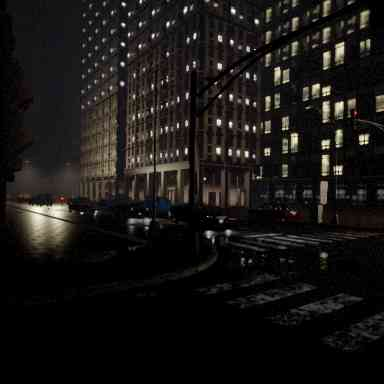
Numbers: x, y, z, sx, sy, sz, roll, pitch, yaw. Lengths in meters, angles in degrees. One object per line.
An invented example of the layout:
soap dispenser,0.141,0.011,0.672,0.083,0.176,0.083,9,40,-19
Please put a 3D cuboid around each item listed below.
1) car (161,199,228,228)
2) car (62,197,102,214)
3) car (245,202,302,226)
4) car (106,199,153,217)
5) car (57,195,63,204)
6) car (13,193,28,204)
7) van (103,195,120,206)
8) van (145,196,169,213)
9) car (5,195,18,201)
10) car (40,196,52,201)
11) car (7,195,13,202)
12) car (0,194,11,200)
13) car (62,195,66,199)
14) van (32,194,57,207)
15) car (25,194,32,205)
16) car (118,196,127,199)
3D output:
car,0.302,1.441,21.547,2.128,1.511,4.902,1,-1,-35
car,-10.927,1.427,32.876,2.008,1.369,4.403,1,-1,-35
car,5.721,1.505,23.917,1.967,1.590,4.097,1,-1,-35
car,-5.664,1.535,29.939,1.895,1.301,4.718,1,-1,-35
car,-24.925,1.307,62.575,2.097,1.767,4.553,1,-1,-35
car,-30.555,1.155,60.505,2.192,1.841,5.009,1,-1,-35
van,-10.637,1.368,46.941,1.690,1.788,3.998,1,-1,-35
van,-4.093,1.382,37.732,1.690,1.788,3.998,1,-1,-35
car,-40.374,1.377,74.316,2.008,1.369,4.403,1,-1,-35
car,-36.817,1.570,83.773,1.802,1.307,4.206,1,-1,-35
car,-37.103,1.396,69.712,1.947,1.339,4.313,1,-1,-35
car,-46.822,1.365,83.389,1.752,1.417,4.829,1,-1,-35
car,-18.939,1.456,54.147,2.128,1.511,4.902,1,-1,-35
van,-20.739,1.197,46.692,1.690,1.788,3.998,1,-1,-35
car,-24.015,1.432,51.294,1.802,1.307,4.206,1,-1,-35
car,-7.369,1.584,42.334,2.008,1.369,4.403,1,-1,-35
